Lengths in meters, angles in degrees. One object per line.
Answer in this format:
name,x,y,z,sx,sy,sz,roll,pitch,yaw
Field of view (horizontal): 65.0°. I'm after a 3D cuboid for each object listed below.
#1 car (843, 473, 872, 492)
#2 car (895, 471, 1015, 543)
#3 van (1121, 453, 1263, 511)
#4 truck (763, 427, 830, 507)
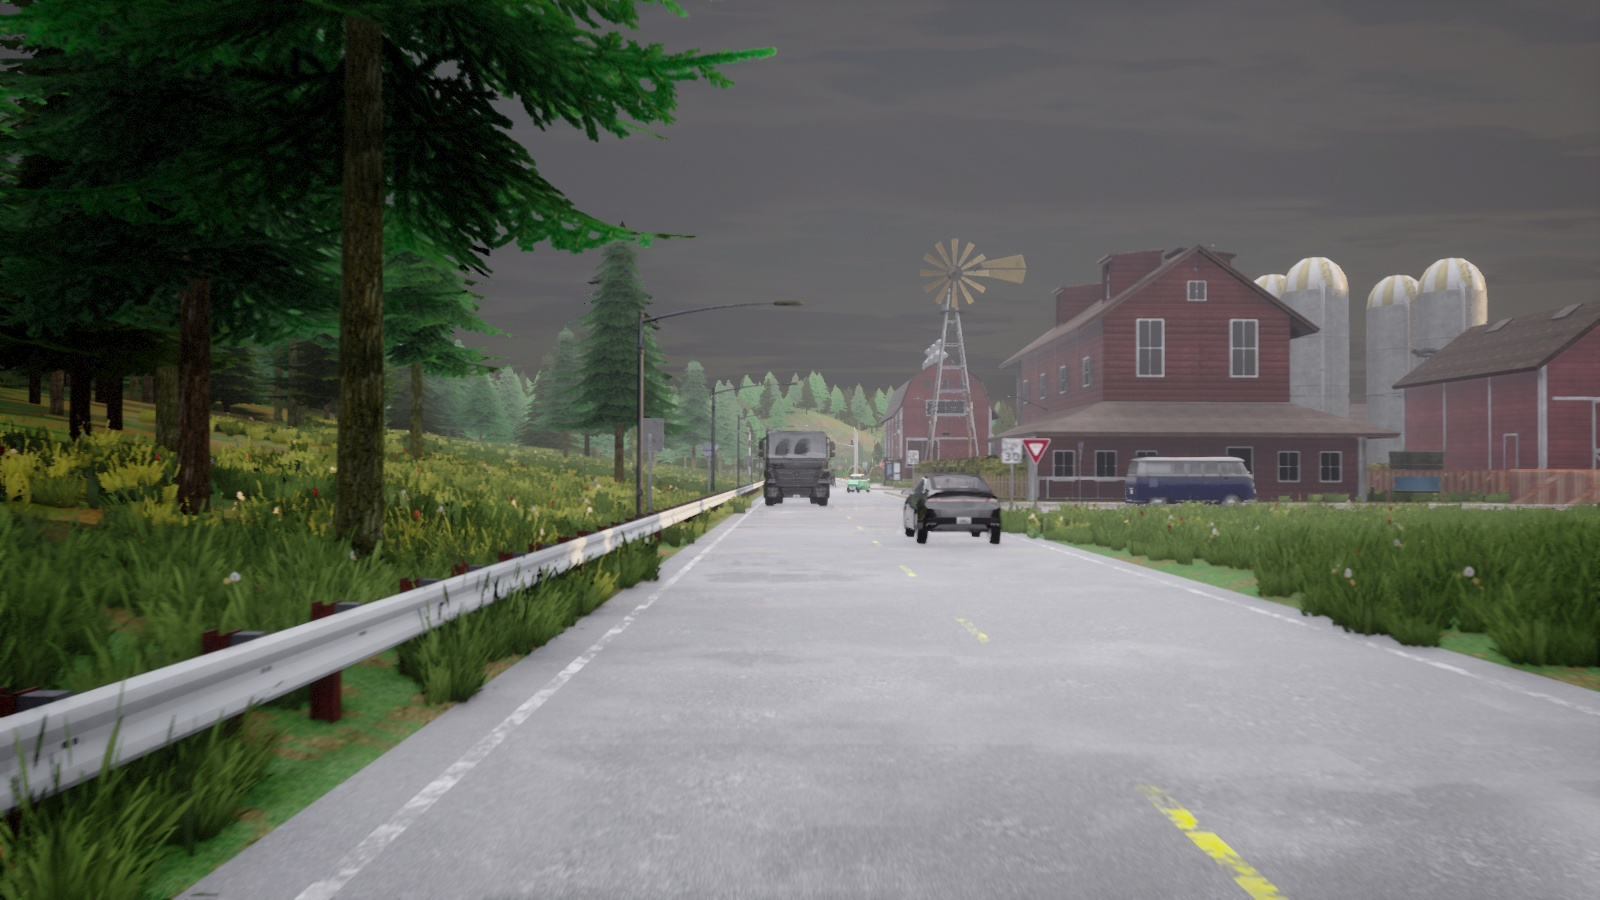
car,4.235,2.396,92.224,1.481,1.376,2.207,-1,-1,22
car,3.430,1.238,28.740,2.128,1.511,4.902,0,-1,0
van,13.828,1.116,44.447,4.442,1.987,1.775,0,-1,0
truck,-0.146,0.815,58.602,2.891,3.462,7.936,0,-1,0
